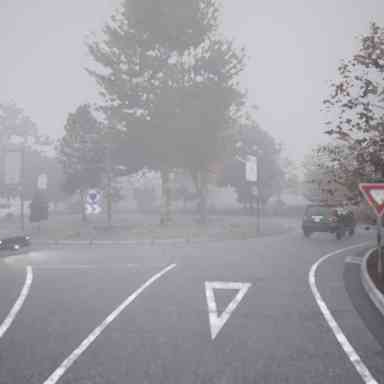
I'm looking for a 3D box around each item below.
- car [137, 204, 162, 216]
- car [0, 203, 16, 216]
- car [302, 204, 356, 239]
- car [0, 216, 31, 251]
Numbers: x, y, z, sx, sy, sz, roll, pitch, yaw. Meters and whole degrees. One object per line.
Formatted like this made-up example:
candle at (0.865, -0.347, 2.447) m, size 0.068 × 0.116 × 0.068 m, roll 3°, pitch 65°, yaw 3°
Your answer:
car at (-5.429, 2.502, 46.791) m, size 4.553 × 1.767 × 2.097 m, roll 1°, pitch -1°, yaw 1°
car at (-20.995, 2.124, 34.504) m, size 2.150 × 2.045 × 5.566 m, roll -1°, pitch -2°, yaw 16°
car at (8.730, 1.748, 21.022) m, size 2.150 × 2.045 × 5.566 m, roll -1°, pitch -2°, yaw 37°
car at (-9.726, 1.887, 14.416) m, size 5.357 × 1.411 × 2.033 m, roll 0°, pitch -2°, yaw 16°
